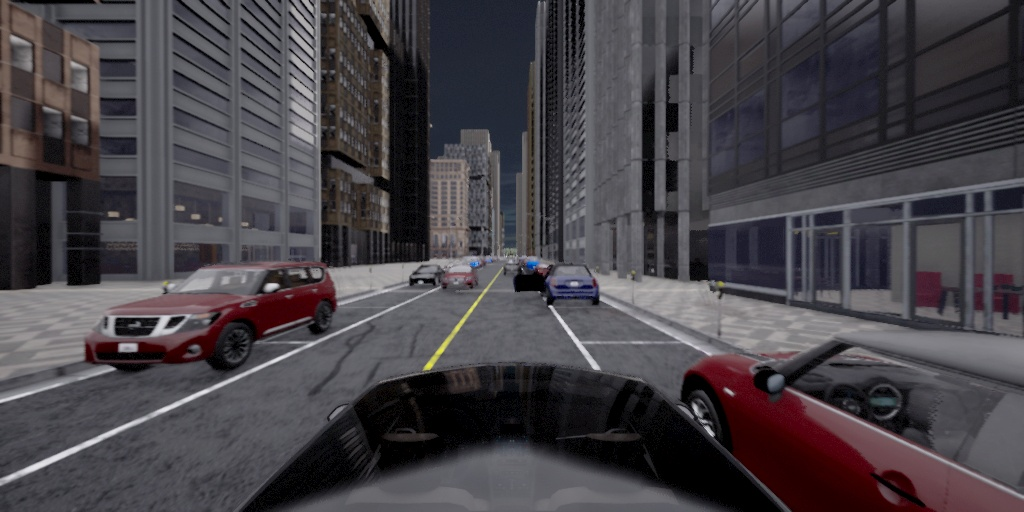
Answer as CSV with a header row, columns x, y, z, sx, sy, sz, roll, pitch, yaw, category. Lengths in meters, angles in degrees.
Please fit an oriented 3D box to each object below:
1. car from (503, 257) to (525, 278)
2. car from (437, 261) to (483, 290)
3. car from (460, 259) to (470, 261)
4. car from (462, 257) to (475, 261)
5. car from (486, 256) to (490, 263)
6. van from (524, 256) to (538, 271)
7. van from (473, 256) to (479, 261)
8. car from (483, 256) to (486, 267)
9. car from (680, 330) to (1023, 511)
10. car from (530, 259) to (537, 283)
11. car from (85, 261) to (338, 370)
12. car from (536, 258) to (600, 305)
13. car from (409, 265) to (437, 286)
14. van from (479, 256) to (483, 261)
x,y,z,sx,sy,sz,roll,pitch,yaw,category
0.045,1.166,38.102,2.128,1.511,4.902,0,0,1,car
-3.093,1.233,22.171,1.812,1.442,4.674,0,0,0,car
-5.755,1.229,36.101,2.007,1.370,4.403,0,0,0,car
-5.753,1.192,41.572,1.751,1.417,4.829,0,0,0,car
-5.748,0.934,64.306,2.192,1.841,5.009,0,0,0,car
2.773,0.996,47.385,1.690,1.789,3.998,0,0,0,van
-5.752,0.996,47.383,1.690,1.789,3.998,0,0,0,van
-5.749,1.071,58.664,1.967,1.591,4.097,0,0,0,car
2.763,1.189,2.260,1.967,1.591,4.097,0,0,0,car
2.769,1.235,30.463,1.888,1.381,4.507,0,0,0,car
-5.761,1.052,7.897,2.192,1.841,5.009,0,0,0,car
2.392,1.073,15.895,2.097,1.767,4.553,0,0,0,car
-5.757,1.268,24.820,1.948,1.339,4.313,0,0,0,car
-5.751,0.984,53.023,1.690,1.789,3.998,0,0,0,van
